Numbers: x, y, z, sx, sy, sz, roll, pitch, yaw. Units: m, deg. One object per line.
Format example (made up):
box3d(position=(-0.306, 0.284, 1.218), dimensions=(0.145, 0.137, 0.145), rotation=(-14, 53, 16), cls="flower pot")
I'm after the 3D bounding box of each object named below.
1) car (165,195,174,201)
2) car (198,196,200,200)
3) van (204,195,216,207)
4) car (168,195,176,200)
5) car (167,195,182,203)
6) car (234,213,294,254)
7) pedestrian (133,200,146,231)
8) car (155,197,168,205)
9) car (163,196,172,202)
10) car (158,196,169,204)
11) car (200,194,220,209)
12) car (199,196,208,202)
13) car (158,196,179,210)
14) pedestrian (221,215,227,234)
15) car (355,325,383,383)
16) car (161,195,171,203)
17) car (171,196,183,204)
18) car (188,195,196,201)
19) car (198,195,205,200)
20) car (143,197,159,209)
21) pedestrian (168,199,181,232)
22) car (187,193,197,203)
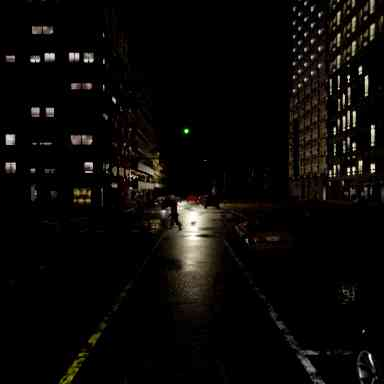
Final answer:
box3d(position=(-5.686, 1.530, 84.323), dimensions=(1.967, 1.590, 4.097), rotation=(0, 0, 0), cls="car")
box3d(position=(2.692, 1.373, 67.741), dimensions=(2.192, 1.841, 5.009), rotation=(0, 0, 0), cls="car")
box3d(position=(2.690, 1.372, 51.162), dimensions=(1.690, 1.788, 3.998), rotation=(0, 0, 0), cls="van")
box3d(position=(-5.684, 1.640, 95.206), dimensions=(1.752, 1.417, 4.829), rotation=(0, 0, 0), cls="car")
box3d(position=(-3.083, 1.583, 54.996), dimensions=(2.033, 1.411, 5.357), rotation=(0, 0, 0), cls="car")
box3d(position=(2.688, 1.527, 13.393), dimensions=(1.752, 1.417, 4.829), rotation=(0, 0, 0), cls="car")
box3d(position=(-3.022, 1.314, 19.103), dimensions=(0.375, 1.860, 0.375), rotation=(0, 0, 0), cls="pedestrian")
box3d(position=(-5.688, 1.598, 62.216), dimensions=(2.008, 1.369, 4.403), rotation=(0, 0, 0), cls="car")
box3d(position=(-5.686, 1.661, 78.796), dimensions=(1.802, 1.307, 4.206), rotation=(0, 0, 0), cls="car")
box3d(position=(-5.687, 1.602, 67.742), dimensions=(1.887, 1.381, 4.507), rotation=(0, 0, 0), cls="car")
box3d(position=(2.690, 1.339, 45.636), dimensions=(2.192, 1.841, 5.009), rotation=(0, 0, 0), cls="car")
box3d(position=(2.694, 1.624, 78.795), dimensions=(1.887, 1.381, 4.507), rotation=(0, 0, 0), cls="car")
box3d(position=(-3.118, 1.570, 44.544), dimensions=(2.033, 1.411, 5.357), rotation=(0, 0, -4), cls="car")
box3d(position=(1.725, 1.678, 17.597), dimensions=(0.500, 1.100, 0.500), rotation=(0, 0, 0), cls="pedestrian")
box3d(position=(2.686, 1.566, 1.957), dimensions=(1.947, 1.339, 4.313), rotation=(0, 0, 0), cls="car")
box3d(position=(-5.687, 1.509, 73.270), dimensions=(1.967, 1.590, 4.097), rotation=(0, 0, 0), cls="car")
box3d(position=(-3.014, 1.550, 67.872), dimensions=(2.128, 1.511, 4.902), rotation=(0, 0, 1), cls="car")
box3d(position=(0.009, 1.545, 84.829), dimensions=(2.033, 1.411, 5.357), rotation=(0, 0, 0), cls="car")
box3d(position=(2.696, 1.641, 95.545), dimensions=(1.752, 1.417, 4.829), rotation=(0, 0, 0), cls="car")
box3d(position=(-5.689, 1.575, 45.636), dimensions=(2.008, 1.369, 4.403), rotation=(0, 0, 0), cls="car")
box3d(position=(-0.979, 1.307, 18.589), dimensions=(0.375, 1.860, 0.375), rotation=(0, 0, 0), cls="pedestrian")
box3d(position=(0.007, 1.296, 74.442), dimensions=(2.150, 2.045, 5.566), rotation=(0, 0, 0), cls="car")
